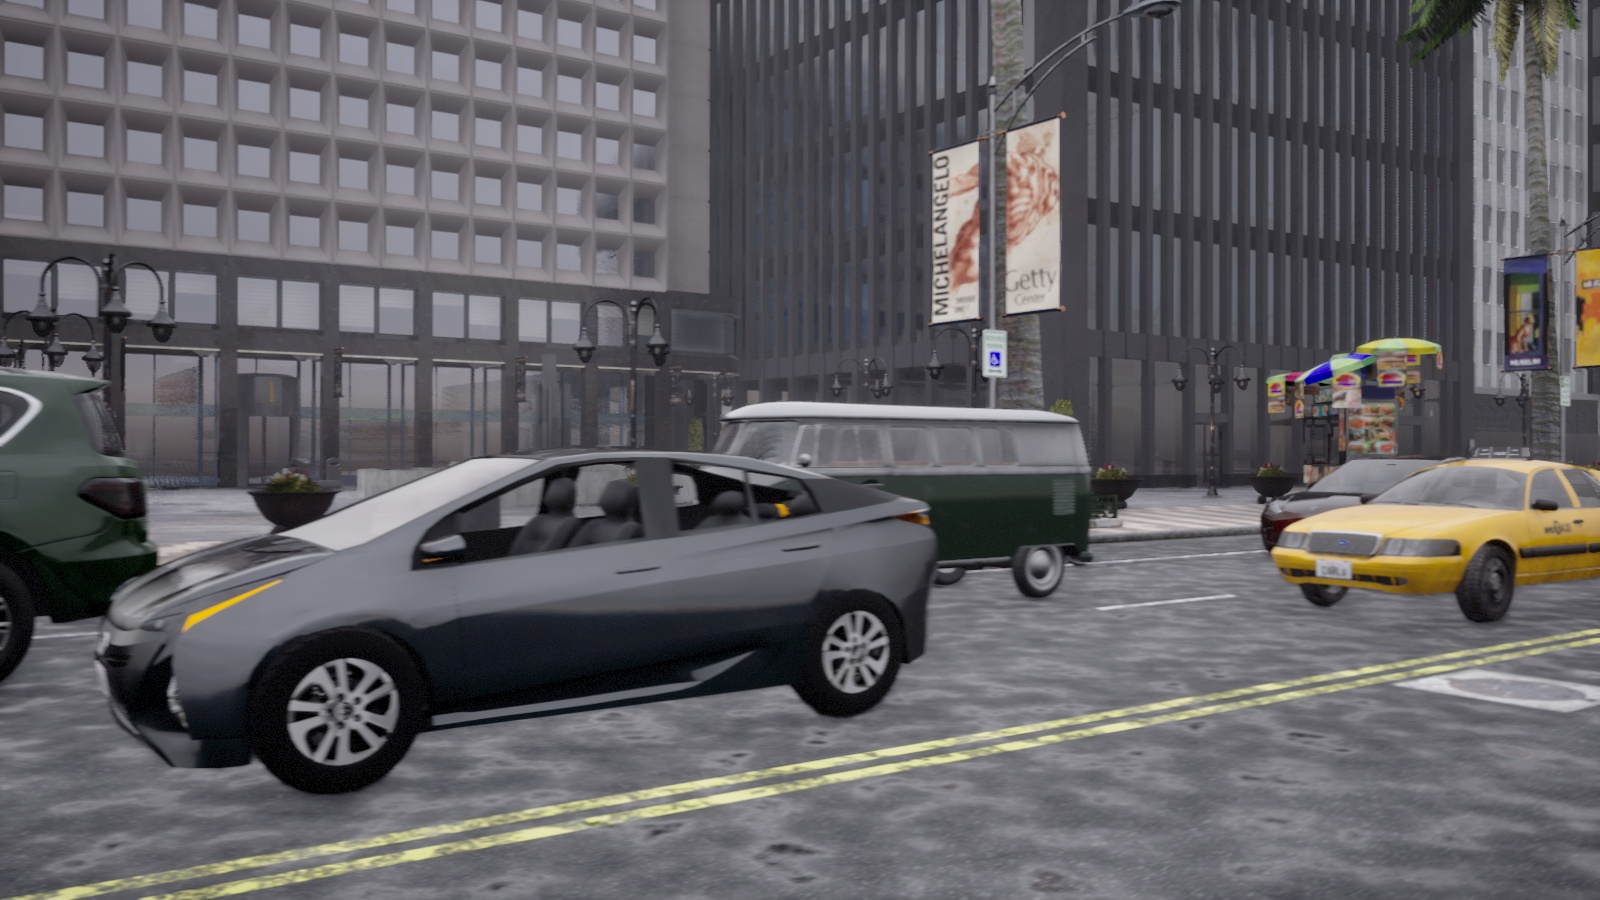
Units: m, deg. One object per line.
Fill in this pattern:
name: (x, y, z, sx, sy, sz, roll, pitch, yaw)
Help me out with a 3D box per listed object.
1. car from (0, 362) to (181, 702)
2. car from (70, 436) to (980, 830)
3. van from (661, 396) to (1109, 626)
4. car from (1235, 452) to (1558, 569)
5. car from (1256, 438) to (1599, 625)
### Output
car: (-6.898, 0.496, 7.393, 5.566, 2.045, 2.150, 0, 0, -35)
car: (-1.360, 0.712, 6.976, 4.514, 1.525, 2.007, 0, 0, -35)
van: (0.967, 0.527, 12.855, 4.442, 1.987, 1.775, 0, 0, -35)
car: (8.730, 0.771, 18.247, 4.792, 1.488, 2.163, 0, 0, -35)
car: (7.094, 0.704, 12.834, 5.366, 1.575, 1.801, 0, 0, -35)
